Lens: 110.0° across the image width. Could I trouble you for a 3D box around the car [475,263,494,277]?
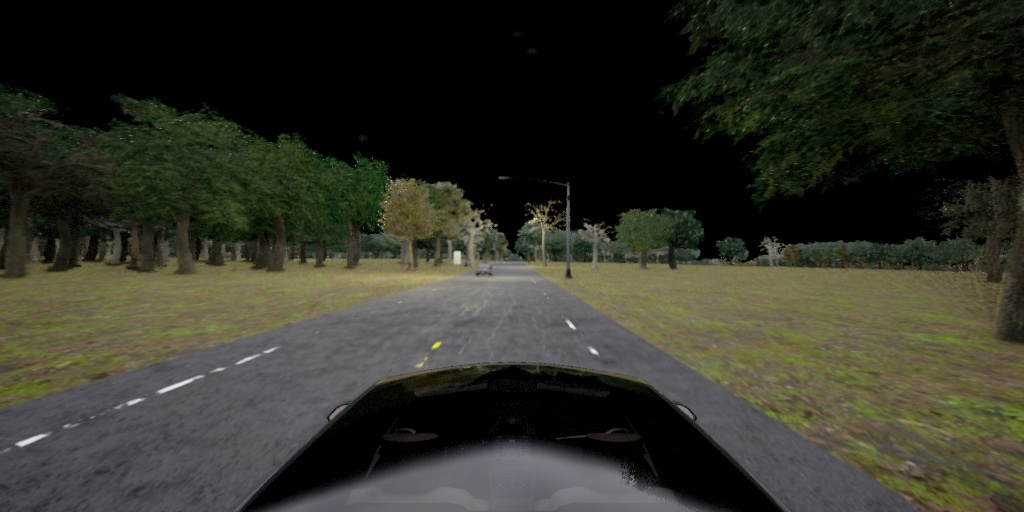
[{"bbox_3d":[-3.228,1.639,42.588,1.837,1.490,4.892,0,0,1],"label":"car"}]
